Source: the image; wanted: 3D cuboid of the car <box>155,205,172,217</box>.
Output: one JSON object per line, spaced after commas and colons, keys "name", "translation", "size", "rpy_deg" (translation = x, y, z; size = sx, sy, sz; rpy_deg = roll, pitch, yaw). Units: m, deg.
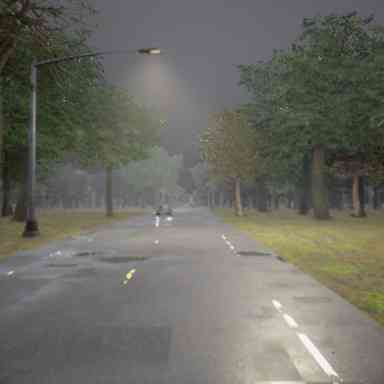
{"name": "car", "translation": [-3.584, 2.389, 43.012], "size": [1.812, 1.442, 4.674], "rpy_deg": [0, -2, 0]}
